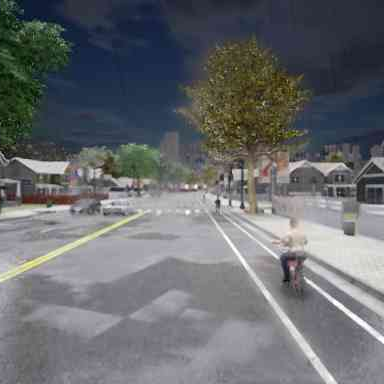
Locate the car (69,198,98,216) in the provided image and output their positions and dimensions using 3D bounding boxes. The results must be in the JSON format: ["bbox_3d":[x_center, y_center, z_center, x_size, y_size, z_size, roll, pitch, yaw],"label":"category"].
[{"bbox_3d":[-9.778,1.335,30.906,2.128,1.511,4.902,0,0,0],"label":"car"}]

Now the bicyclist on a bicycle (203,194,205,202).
[{"bbox_3d":[2.239,1.117,61.455,0.582,1.620,1.656,0,0,0],"label":"bicyclist on a bicycle"}]

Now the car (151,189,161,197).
[{"bbox_3d":[-9.766,0.316,90.344,2.150,2.045,5.566,0,0,0],"label":"car"}]

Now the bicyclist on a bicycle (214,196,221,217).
[{"bbox_3d":[2.245,1.224,28.869,0.659,1.776,1.843,0,0,0],"label":"bicyclist on a bicycle"}]

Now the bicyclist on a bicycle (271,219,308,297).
[{"bbox_3d":[2.263,1.399,7.499,0.866,1.612,1.509,0,0,0],"label":"bicyclist on a bicycle"}]

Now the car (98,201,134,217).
[{"bbox_3d":[-6.540,1.450,29.634,1.895,1.301,4.718,0,0,1],"label":"car"}]
